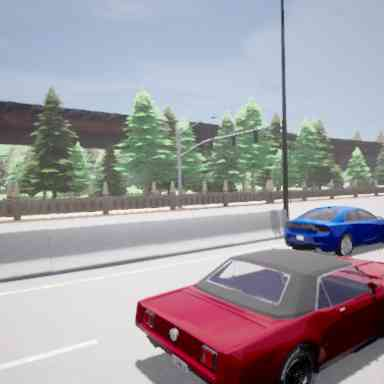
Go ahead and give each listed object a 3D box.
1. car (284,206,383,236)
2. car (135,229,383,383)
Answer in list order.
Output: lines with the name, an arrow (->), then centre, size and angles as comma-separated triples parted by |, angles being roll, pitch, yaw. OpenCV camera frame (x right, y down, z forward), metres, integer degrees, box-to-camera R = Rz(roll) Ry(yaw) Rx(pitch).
car -> 5.417, 1.233, 11.916 | 5.008, 1.535, 1.882 | -2, 1, -36
car -> 1.678, 1.547, 4.949 | 4.718, 1.301, 1.895 | -2, 1, -35
